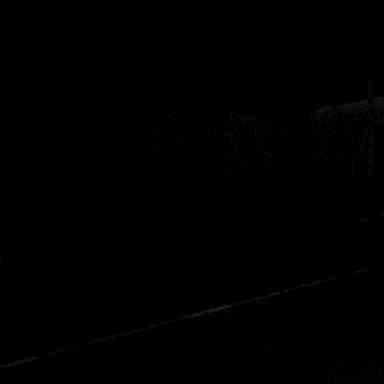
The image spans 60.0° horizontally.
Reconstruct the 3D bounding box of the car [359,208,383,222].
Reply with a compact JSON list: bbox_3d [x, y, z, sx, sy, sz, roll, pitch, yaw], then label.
[{"bbox_3d":[12.565,1.545,24.922,1.994,1.385,4.181,0,0,-41],"label":"car"}]
